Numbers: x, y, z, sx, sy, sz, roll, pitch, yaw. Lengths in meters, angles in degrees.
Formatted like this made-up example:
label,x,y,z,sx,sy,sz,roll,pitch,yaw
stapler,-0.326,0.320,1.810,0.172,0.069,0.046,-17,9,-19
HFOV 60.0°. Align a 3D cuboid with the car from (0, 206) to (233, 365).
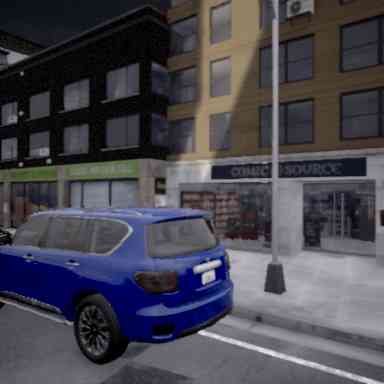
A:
label,x,y,z,sx,sy,sz,roll,pitch,yaw
car,-1.948,1.277,6.165,5.566,2.045,2.150,0,-1,36
